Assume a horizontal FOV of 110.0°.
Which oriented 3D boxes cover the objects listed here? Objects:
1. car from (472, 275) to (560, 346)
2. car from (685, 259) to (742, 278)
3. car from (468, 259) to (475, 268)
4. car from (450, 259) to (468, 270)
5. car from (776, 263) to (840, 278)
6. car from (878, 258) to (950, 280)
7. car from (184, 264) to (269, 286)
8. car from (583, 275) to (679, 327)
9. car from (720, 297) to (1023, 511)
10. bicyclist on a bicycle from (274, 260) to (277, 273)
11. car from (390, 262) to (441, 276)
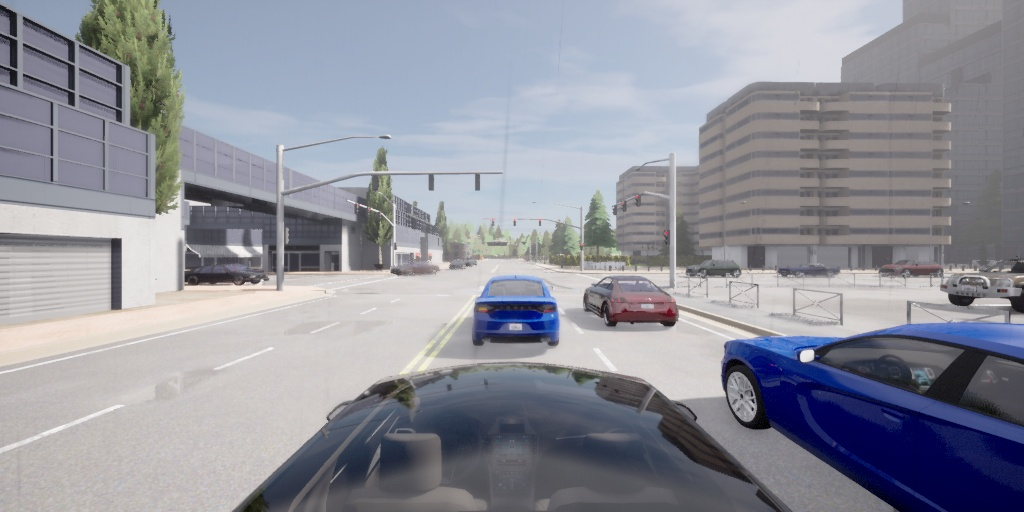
[{"bbox_3d":[0.095,1.228,9.446,1.882,1.535,5.008,0,0,0],"label":"car"},{"bbox_3d":[18.689,1.102,33.411,4.553,1.767,2.097,0,0,-1],"label":"car"},{"bbox_3d":[-8.067,1.351,62.963,1.895,1.301,4.718,0,0,-1],"label":"car"},{"bbox_3d":[-7.907,1.256,52.320,1.837,1.490,4.892,0,0,-1],"label":"car"},{"bbox_3d":[27.676,1.351,33.595,4.718,1.301,1.895,0,0,-1],"label":"car"},{"bbox_3d":[37.472,1.102,33.781,4.553,1.767,2.097,0,0,-1],"label":"car"},{"bbox_3d":[-19.937,1.297,24.758,5.357,1.411,2.033,0,0,-1],"label":"car"},{"bbox_3d":[3.603,1.314,11.578,1.994,1.385,4.181,0,0,0],"label":"car"},{"bbox_3d":[3.603,1.228,2.594,1.882,1.535,5.008,0,0,0],"label":"car"},{"bbox_3d":[-25.837,1.053,39.663,0.582,1.620,1.656,0,0,-1],"label":"bicyclist on a bicycle"},{"bbox_3d":[-9.824,1.297,37.059,2.033,1.411,5.357,0,0,36],"label":"car"}]
